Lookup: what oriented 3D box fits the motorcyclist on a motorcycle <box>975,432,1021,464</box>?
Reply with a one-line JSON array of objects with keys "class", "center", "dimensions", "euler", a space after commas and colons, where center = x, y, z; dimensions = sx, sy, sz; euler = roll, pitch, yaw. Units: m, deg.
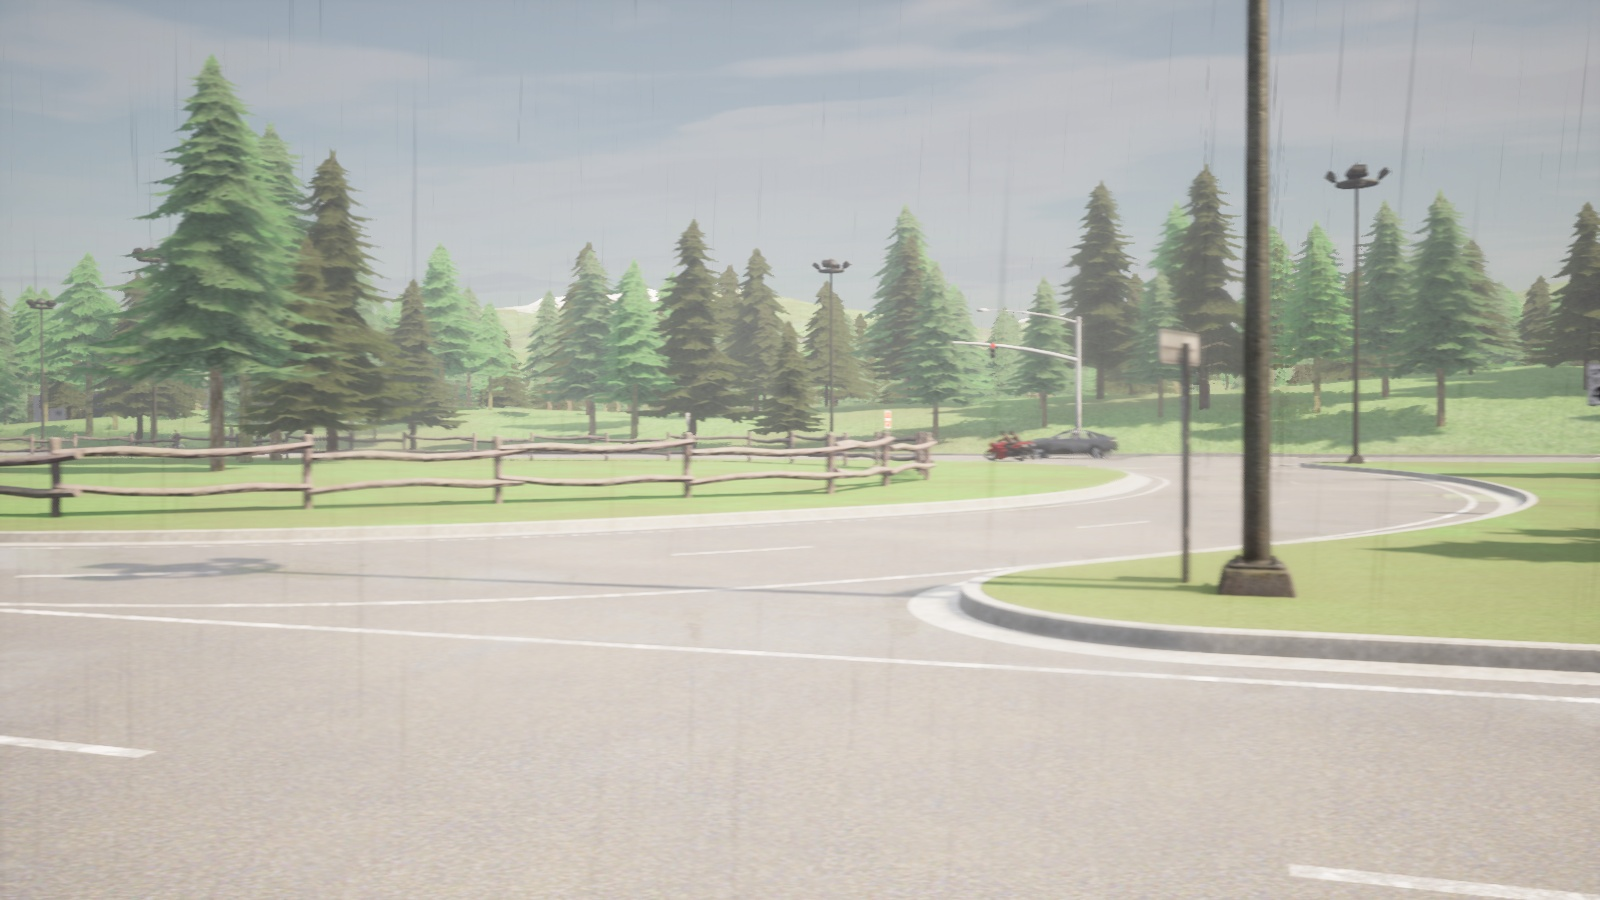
[{"class": "motorcyclist on a motorcycle", "center": [9.547, -0.125, 60.514], "dimensions": [2.044, 1.523, 0.797], "euler": [1, 1, 19]}]

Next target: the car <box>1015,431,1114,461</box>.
[{"class": "car", "center": [13.983, -0.228, 66.398], "dimensions": [4.902, 1.511, 2.128], "euler": [1, 1, 19]}]

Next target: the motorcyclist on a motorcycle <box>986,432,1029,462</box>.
[{"class": "motorcyclist on a motorcycle", "center": [10.571, -0.175, 63.862], "dimensions": [2.044, 1.523, 0.797], "euler": [1, 1, 19]}]
